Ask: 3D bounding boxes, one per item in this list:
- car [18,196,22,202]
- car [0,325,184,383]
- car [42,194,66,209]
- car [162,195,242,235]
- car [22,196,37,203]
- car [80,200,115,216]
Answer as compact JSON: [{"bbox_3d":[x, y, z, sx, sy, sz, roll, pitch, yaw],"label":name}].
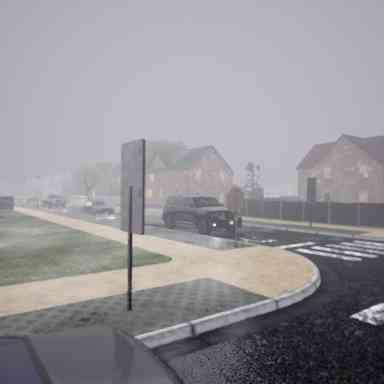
[{"bbox_3d":[-41.038,1.698,81.119,2.128,1.511,4.902,1,-1,-36],"label":"car"},{"bbox_3d":[-2.396,1.548,1.240,5.357,1.411,2.033,0,0,-35],"label":"car"},{"bbox_3d":[-19.323,1.280,46.385,2.150,2.045,5.566,1,-1,-36],"label":"car"},{"bbox_3d":[0.377,1.196,18.959,2.150,2.045,5.566,1,0,-36],"label":"car"},{"bbox_3d":[-35.031,1.553,72.813,2.128,1.511,4.902,1,-1,-36],"label":"car"},{"bbox_3d":[-9.298,1.517,32.343,2.033,1.411,5.357,1,0,-36],"label":"car"}]
